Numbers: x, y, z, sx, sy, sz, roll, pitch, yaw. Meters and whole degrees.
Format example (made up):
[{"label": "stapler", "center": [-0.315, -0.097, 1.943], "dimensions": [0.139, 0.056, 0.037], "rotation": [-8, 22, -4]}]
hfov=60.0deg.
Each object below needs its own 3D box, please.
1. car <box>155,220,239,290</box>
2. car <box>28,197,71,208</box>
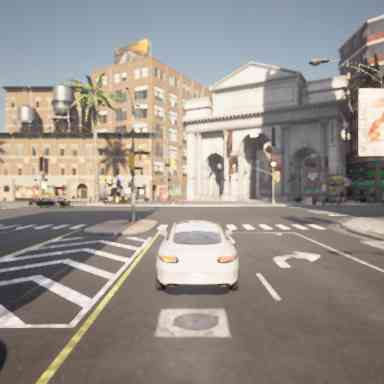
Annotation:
[{"label": "car", "center": [0.111, 1.458, 8.737], "dimensions": [1.812, 1.442, 4.674], "rotation": [0, 0, 0]}, {"label": "car", "center": [-17.612, 1.288, 41.142], "dimensions": [4.718, 1.301, 1.895], "rotation": [0, 0, 4]}]
